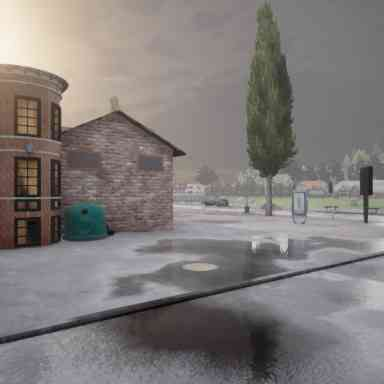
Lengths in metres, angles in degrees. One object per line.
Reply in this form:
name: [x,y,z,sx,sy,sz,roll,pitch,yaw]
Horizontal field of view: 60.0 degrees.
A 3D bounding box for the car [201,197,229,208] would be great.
car: [3.351,1.503,49.202,2.128,1.511,4.902,0,0,-36]
